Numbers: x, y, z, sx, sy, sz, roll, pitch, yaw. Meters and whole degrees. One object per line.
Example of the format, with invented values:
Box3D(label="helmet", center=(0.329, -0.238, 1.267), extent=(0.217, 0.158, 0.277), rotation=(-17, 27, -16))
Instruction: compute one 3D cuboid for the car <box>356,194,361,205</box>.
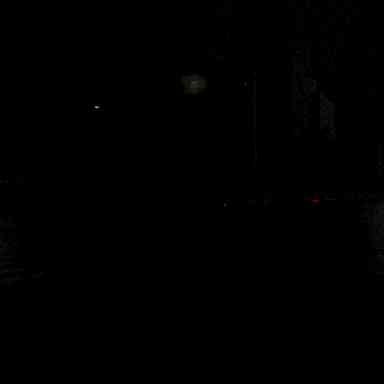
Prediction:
Box3D(label="car", center=(23.678, 1.379, 49.999), extent=(1.947, 1.339, 4.313), rotation=(0, 0, 35))

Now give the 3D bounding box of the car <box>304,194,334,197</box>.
Box3D(label="car", center=(17.398, 1.338, 45.456), extent=(2.128, 1.511, 4.902), rotation=(-1, 0, 35))

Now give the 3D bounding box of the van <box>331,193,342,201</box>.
Box3D(label="van", center=(35.967, 1.187, 82.667), extent=(1.690, 1.788, 3.998), rotation=(-1, 0, 35))

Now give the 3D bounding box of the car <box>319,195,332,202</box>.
Box3D(label="car", center=(29.539, 1.428, 73.398), extent=(1.802, 1.307, 4.206), rotation=(0, 0, 35))

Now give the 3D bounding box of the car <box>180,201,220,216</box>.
Box3D(label="car", center=(0.605, 1.525, 31.699), extent=(1.802, 1.307, 4.206), rotation=(0, 0, 35))

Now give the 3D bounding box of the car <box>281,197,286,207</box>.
Box3D(label="car", center=(13.464, 1.456, 50.233), extent=(1.947, 1.339, 4.313), rotation=(0, 0, 35))

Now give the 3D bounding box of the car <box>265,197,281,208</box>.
Box3D(label="car", center=(10.152, 1.427, 45.458), extent=(1.752, 1.417, 4.829), rotation=(0, 0, 35))

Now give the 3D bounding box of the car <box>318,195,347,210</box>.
Box3D(label="car", center=(17.249, 1.378, 40.734), extent=(1.887, 1.381, 4.507), rotation=(0, 0, 35))

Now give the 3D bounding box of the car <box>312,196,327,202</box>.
Box3D(label="car", center=(26.325, 1.419, 68.766), extent=(1.947, 1.339, 4.313), rotation=(0, 0, 35))

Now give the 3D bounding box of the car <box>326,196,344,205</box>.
Box3D(label="car", center=(23.262, 1.354, 53.908), extent=(1.812, 1.442, 4.674), rotation=(-1, 0, 35))

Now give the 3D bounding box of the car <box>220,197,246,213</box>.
Box3D(label="car", center=(3.818, 1.367, 36.332), extent=(1.967, 1.590, 4.097), rotation=(0, 0, 35))

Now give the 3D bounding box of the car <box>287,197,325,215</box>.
Box3D(label="car", center=(10.821, 1.425, 31.468), extent=(1.947, 1.339, 4.313), rotation=(0, 0, 35))

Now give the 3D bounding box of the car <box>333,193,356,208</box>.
Box3D(label="car", center=(20.463, 1.137, 45.368), extent=(2.192, 1.841, 5.009), rotation=(0, 0, 35))

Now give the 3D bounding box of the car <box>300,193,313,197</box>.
Box3D(label="car", center=(19.894, 1.416, 59.499), extent=(1.887, 1.381, 4.507), rotation=(0, 0, 35))

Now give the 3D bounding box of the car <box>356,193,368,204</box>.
Box3D(label="car", center=(26.892, 1.119, 54.632), extent=(2.192, 1.841, 5.009), rotation=(0, 0, 35))

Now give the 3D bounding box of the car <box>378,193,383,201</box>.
Box3D(label="car", center=(42.965, 1.360, 77.795), extent=(1.802, 1.307, 4.206), rotation=(-1, 0, 35))

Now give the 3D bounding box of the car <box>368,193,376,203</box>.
Box3D(label="car", center=(33.322, 1.100, 63.899), extent=(2.192, 1.841, 5.009), rotation=(0, 0, 35))

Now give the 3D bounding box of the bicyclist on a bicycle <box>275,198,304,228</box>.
Box3D(label="bicyclist on a bicycle", center=(5.339, 1.177, 18.373), extent=(1.656, 1.620, 0.582), rotation=(-1, 0, 35))

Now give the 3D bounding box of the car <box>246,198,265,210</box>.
Box3D(label="car", center=(7.034, 1.495, 40.965), extent=(1.802, 1.307, 4.206), rotation=(0, 0, 35))

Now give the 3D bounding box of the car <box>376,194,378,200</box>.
Box3D(label="car", center=(36.633, 1.303, 68.670), extent=(1.752, 1.417, 4.829), rotation=(-1, 0, 35))
